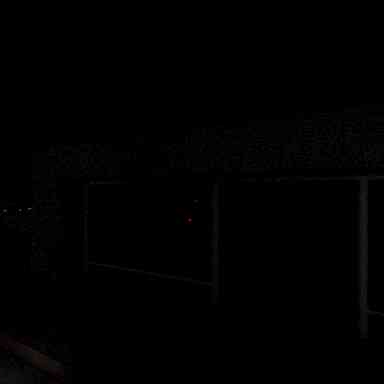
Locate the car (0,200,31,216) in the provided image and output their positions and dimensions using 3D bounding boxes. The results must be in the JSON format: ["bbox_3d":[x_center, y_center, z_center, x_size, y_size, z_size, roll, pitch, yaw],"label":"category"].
[{"bbox_3d":[-15.239,1.520,30.688,1.837,1.490,4.892,0,0,34],"label":"car"}]
